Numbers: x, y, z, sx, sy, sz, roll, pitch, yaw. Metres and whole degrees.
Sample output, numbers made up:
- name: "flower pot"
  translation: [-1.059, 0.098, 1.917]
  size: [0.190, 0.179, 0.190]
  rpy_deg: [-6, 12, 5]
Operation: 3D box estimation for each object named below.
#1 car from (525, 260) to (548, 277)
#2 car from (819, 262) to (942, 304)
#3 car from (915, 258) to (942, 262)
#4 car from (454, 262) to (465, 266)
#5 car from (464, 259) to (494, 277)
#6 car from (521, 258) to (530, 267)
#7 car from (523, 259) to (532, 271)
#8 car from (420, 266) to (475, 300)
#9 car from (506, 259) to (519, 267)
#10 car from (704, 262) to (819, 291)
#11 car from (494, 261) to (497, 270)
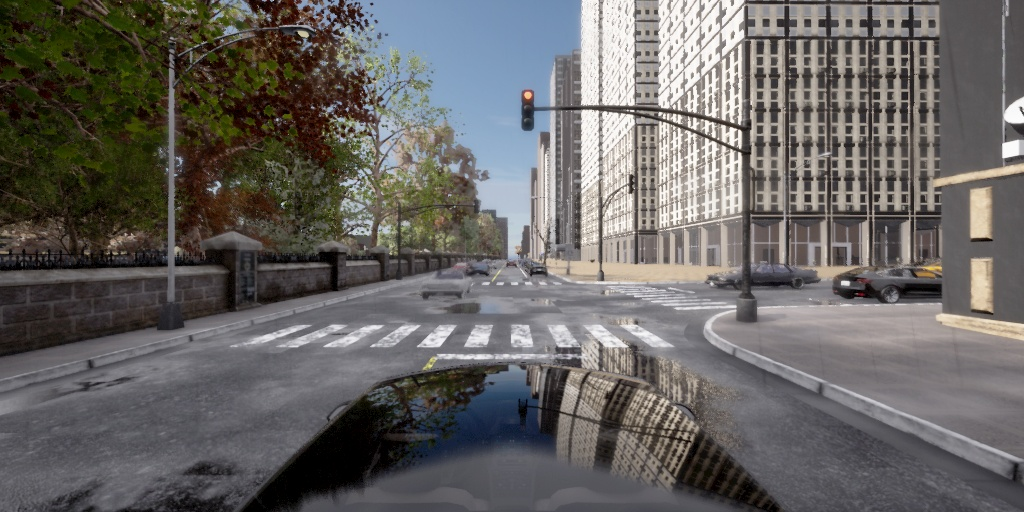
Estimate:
- name: "car"
  translation: [2.588, 1.337, 36.077]
  size: [1.948, 1.339, 4.313]
  rpy_deg: [0, 0, 0]
- name: "car"
  translation: [14.651, 1.028, 13.530]
  size: [4.313, 1.339, 1.948]
  rpy_deg: [0, 0, 0]
- name: "car"
  translation: [21.294, 0.838, 16.179]
  size: [5.008, 1.535, 1.882]
  rpy_deg: [-1, 0, 0]
- name: "car"
  translation: [-5.809, 1.358, 41.685]
  size: [1.802, 1.307, 4.207]
  rpy_deg: [0, 0, 0]
- name: "car"
  translation: [-3.200, 1.318, 36.106]
  size: [2.033, 1.411, 5.357]
  rpy_deg: [0, 0, 0]
- name: "car"
  translation: [2.555, 1.347, 47.342]
  size: [1.948, 1.339, 4.313]
  rpy_deg: [0, 0, 0]
- name: "car"
  translation: [2.571, 1.342, 41.710]
  size: [1.948, 1.339, 4.313]
  rpy_deg: [0, 0, 0]
- name: "car"
  translation: [-3.148, 1.358, 17.916]
  size: [1.895, 1.301, 4.718]
  rpy_deg: [0, 0, 0]
- name: "car"
  translation: [-0.086, 1.331, 65.342]
  size: [1.812, 1.442, 4.674]
  rpy_deg: [0, 0, 0]
- name: "car"
  translation: [13.395, 1.057, 19.301]
  size: [5.357, 1.411, 2.033]
  rpy_deg: [-1, 0, -1]
- name: "car"
  translation: [-3.245, 1.390, 53.293]
  size: [1.895, 1.301, 4.718]
  rpy_deg: [0, 0, 0]
